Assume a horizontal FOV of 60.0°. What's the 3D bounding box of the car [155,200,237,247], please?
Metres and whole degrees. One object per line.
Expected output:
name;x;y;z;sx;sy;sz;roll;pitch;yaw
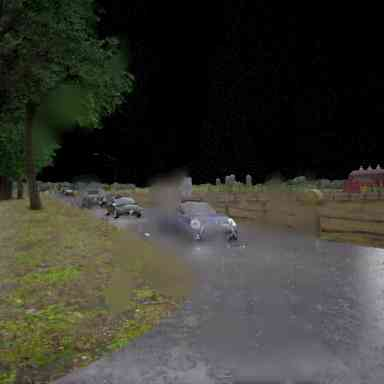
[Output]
car;0.026;1.157;14.333;2.097;1.767;4.553;-1;1;-26

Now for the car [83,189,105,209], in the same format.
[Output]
car;-10.329;0.662;35.610;2.150;2.045;5.566;-1;1;-26

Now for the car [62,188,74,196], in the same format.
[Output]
car;-32.135;0.255;86.849;1.882;1.535;5.008;-1;1;-26

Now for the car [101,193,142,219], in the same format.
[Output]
car;-5.259;1.115;25.185;1.837;1.490;4.892;-1;1;-26
